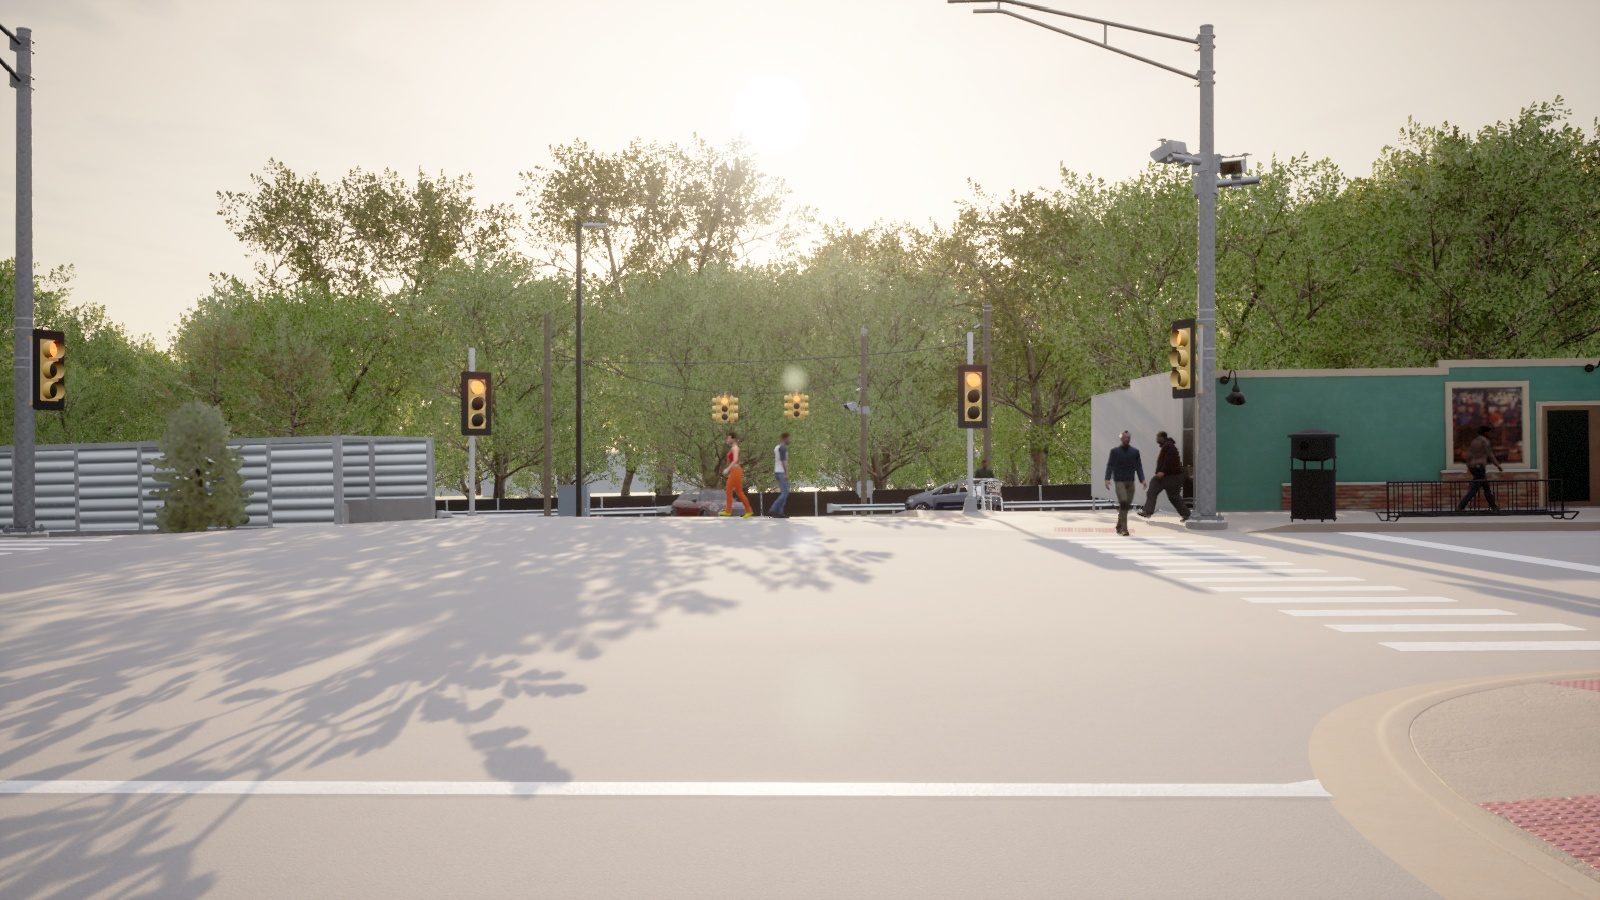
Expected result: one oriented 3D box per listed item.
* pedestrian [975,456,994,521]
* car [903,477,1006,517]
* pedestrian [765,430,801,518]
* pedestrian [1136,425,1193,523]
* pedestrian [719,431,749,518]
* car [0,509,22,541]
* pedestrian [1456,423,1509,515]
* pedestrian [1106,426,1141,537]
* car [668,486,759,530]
[{"bbox_3d":[5.642,1.174,38.471,0.423,1.949,0.788,0,0,-4],"label":"pedestrian"},{"bbox_3d":[7.189,2.190,58.497,4.611,1.667,2.242,-2,0,8],"label":"car"},{"bbox_3d":[-0.358,0.506,26.413,0.706,1.836,0.354,0,0,-12],"label":"pedestrian"},{"bbox_3d":[6.971,0.458,24.016,0.899,1.844,0.634,0,0,0],"label":"pedestrian"},{"bbox_3d":[-1.408,0.513,26.821,0.594,1.836,0.345,0,0,-9],"label":"pedestrian"},{"bbox_3d":[-40.174,3.634,60.147,4.674,1.442,1.812,-1,0,3],"label":"car"},{"bbox_3d":[13.516,0.367,24.881,0.869,1.805,0.328,0,0,1],"label":"pedestrian"},{"bbox_3d":[5.458,0.516,21.212,0.402,1.842,0.726,0,0,0],"label":"pedestrian"},{"bbox_3d":[-3.686,2.398,52.703,2.097,1.767,4.553,1,-2,-29],"label":"car"}]
